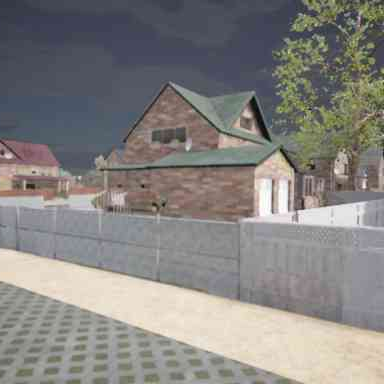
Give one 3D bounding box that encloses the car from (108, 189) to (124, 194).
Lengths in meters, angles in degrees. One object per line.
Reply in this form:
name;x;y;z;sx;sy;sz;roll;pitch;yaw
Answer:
car;-9.670;0.464;40.807;1.882;1.535;5.008;2;2;35
